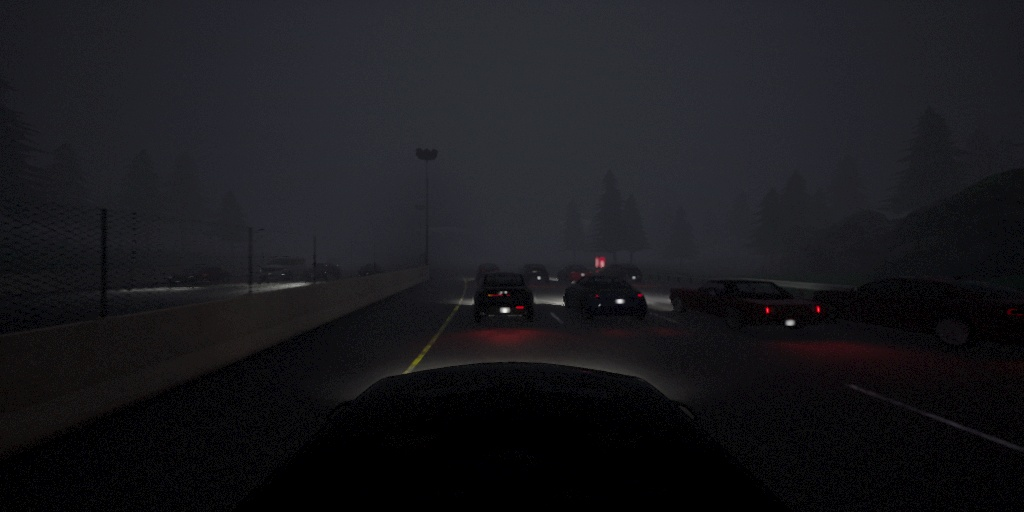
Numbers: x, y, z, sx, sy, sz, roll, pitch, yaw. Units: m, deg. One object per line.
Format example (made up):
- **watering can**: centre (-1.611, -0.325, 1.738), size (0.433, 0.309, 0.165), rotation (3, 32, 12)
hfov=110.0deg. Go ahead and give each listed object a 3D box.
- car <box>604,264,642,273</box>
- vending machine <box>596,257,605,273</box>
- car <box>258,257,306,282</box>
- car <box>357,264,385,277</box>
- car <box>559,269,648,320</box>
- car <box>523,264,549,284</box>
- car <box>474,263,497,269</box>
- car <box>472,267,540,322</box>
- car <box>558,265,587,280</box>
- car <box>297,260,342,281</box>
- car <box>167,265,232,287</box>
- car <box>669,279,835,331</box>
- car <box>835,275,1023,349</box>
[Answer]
- **car**: centre (8.668, 1.337, 28.783), size (1.837, 1.490, 4.892), rotation (0, 0, -7)
- **vending machine**: centre (11.048, 1.081, 44.731), size (1.100, 2.100, 0.880), rotation (0, 0, -12)
- **car**: centre (-20.240, 1.138, 32.084), size (2.150, 2.045, 5.566), rotation (0, -1, -9)
- **car**: centre (-13.772, 1.474, 35.240), size (1.994, 1.385, 4.181), rotation (0, 0, -11)
- **car**: centre (3.161, 1.349, 12.848), size (1.994, 1.385, 4.181), rotation (0, 0, -3)
- **car**: centre (1.653, 1.352, 28.440), size (1.837, 1.490, 4.892), rotation (0, 0, -7)
- **car**: centre (-2.047, 1.338, 29.691), size (1.882, 1.535, 5.008), rotation (0, 0, -8)
- **car**: centre (-0.324, 1.296, 12.554), size (1.837, 1.490, 4.892), rotation (0, 0, -3)
- **car**: centre (5.081, 1.406, 29.168), size (1.994, 1.385, 4.181), rotation (0, 0, -7)
- **car**: centre (-16.718, 1.397, 31.910), size (2.128, 1.511, 4.902), rotation (0, 0, -9)
- **car**: centre (-23.000, 1.425, 26.647), size (1.812, 1.442, 4.674), rotation (0, 0, -7)
- **car**: centre (6.775, 1.370, 11.082), size (1.895, 1.301, 4.718), rotation (0, 0, -3)
- **car**: centre (10.344, 1.231, 9.178), size (1.882, 1.535, 5.008), rotation (0, 0, -2)
